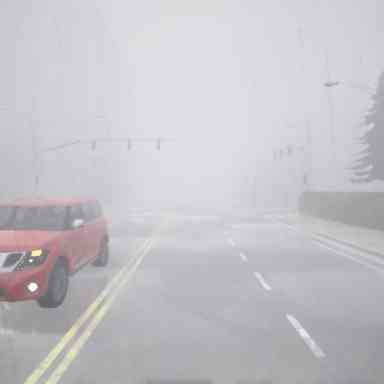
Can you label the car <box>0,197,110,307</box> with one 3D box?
[{"bbox_3d":[-3.612,1.167,8.180,2.150,2.045,5.566,0,0,0],"label":"car"}]
